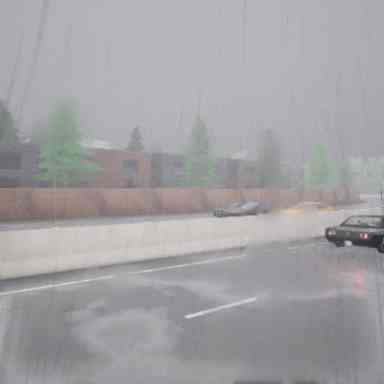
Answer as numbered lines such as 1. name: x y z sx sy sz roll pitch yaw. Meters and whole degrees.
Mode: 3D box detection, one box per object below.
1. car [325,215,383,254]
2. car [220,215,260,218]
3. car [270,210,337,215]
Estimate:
1. car: 7.500 1.566 13.388 4.718 1.301 1.895 0 0 -35
2. car: 4.698 1.432 24.531 5.008 1.535 1.882 0 0 -35
3. car: 7.749 1.428 22.409 5.008 1.535 1.882 0 0 -35
